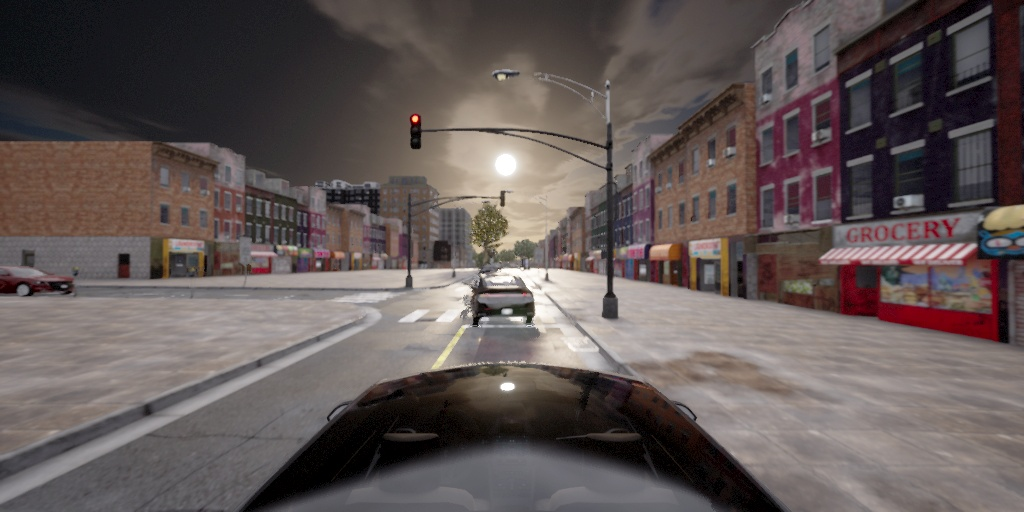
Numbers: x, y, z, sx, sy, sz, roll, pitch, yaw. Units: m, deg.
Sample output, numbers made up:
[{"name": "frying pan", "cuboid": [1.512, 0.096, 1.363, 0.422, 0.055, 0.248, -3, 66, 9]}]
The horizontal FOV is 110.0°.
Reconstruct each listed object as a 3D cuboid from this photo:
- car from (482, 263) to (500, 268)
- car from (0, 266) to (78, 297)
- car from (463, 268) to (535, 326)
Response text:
[{"name": "car", "cuboid": [-2.883, 1.756, 45.546, 1.994, 1.385, 4.181, 0, -1, 0]}, {"name": "car", "cuboid": [-23.257, 1.159, 16.815, 4.507, 1.381, 1.888, 0, 0, 0]}, {"name": "car", "cuboid": [-0.548, 1.308, 12.076, 2.128, 1.511, 4.902, 0, 0, -10]}]
